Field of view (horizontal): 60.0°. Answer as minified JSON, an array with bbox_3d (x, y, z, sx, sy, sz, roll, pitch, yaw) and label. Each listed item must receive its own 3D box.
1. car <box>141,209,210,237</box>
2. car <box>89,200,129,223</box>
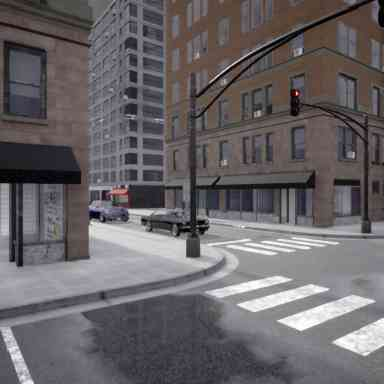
[{"bbox_3d":[-1.046,1.665,18.813,1.895,1.301,4.718,0,0,-35],"label":"car"},{"bbox_3d":[-6.812,1.460,26.815,2.097,1.767,4.553,0,0,-36],"label":"car"}]
